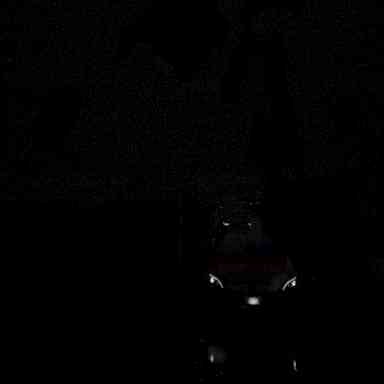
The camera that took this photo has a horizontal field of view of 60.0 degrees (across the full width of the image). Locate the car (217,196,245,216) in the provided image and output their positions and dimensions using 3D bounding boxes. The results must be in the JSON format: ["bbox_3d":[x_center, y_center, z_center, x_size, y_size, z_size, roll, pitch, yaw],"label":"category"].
[{"bbox_3d":[3.676,1.500,32.819,2.150,2.045,5.566,0,-1,4],"label":"car"}]

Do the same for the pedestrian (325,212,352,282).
[{"bbox_3d":[3.659,1.354,8.313,0.375,1.860,0.375,1,-1,5],"label":"pedestrian"}]

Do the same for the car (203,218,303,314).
[{"bbox_3d":[1.369,1.583,7.926,1.812,1.442,4.674,0,0,8],"label":"car"}]

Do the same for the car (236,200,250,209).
[{"bbox_3d":[8.395,2.084,54.839,1.895,1.301,4.718,0,-1,5],"label":"car"}]

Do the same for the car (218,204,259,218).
[{"bbox_3d":[2.619,1.668,19.725,1.837,1.490,4.892,0,-1,5],"label":"car"}]

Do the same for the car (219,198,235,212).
[{"bbox_3d":[4.993,1.825,48.051,2.097,1.767,4.553,0,-1,5],"label":"car"}]

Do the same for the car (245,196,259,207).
[{"bbox_3d":[7.539,1.605,44.158,2.150,2.045,5.566,0,-1,5],"label":"car"}]
